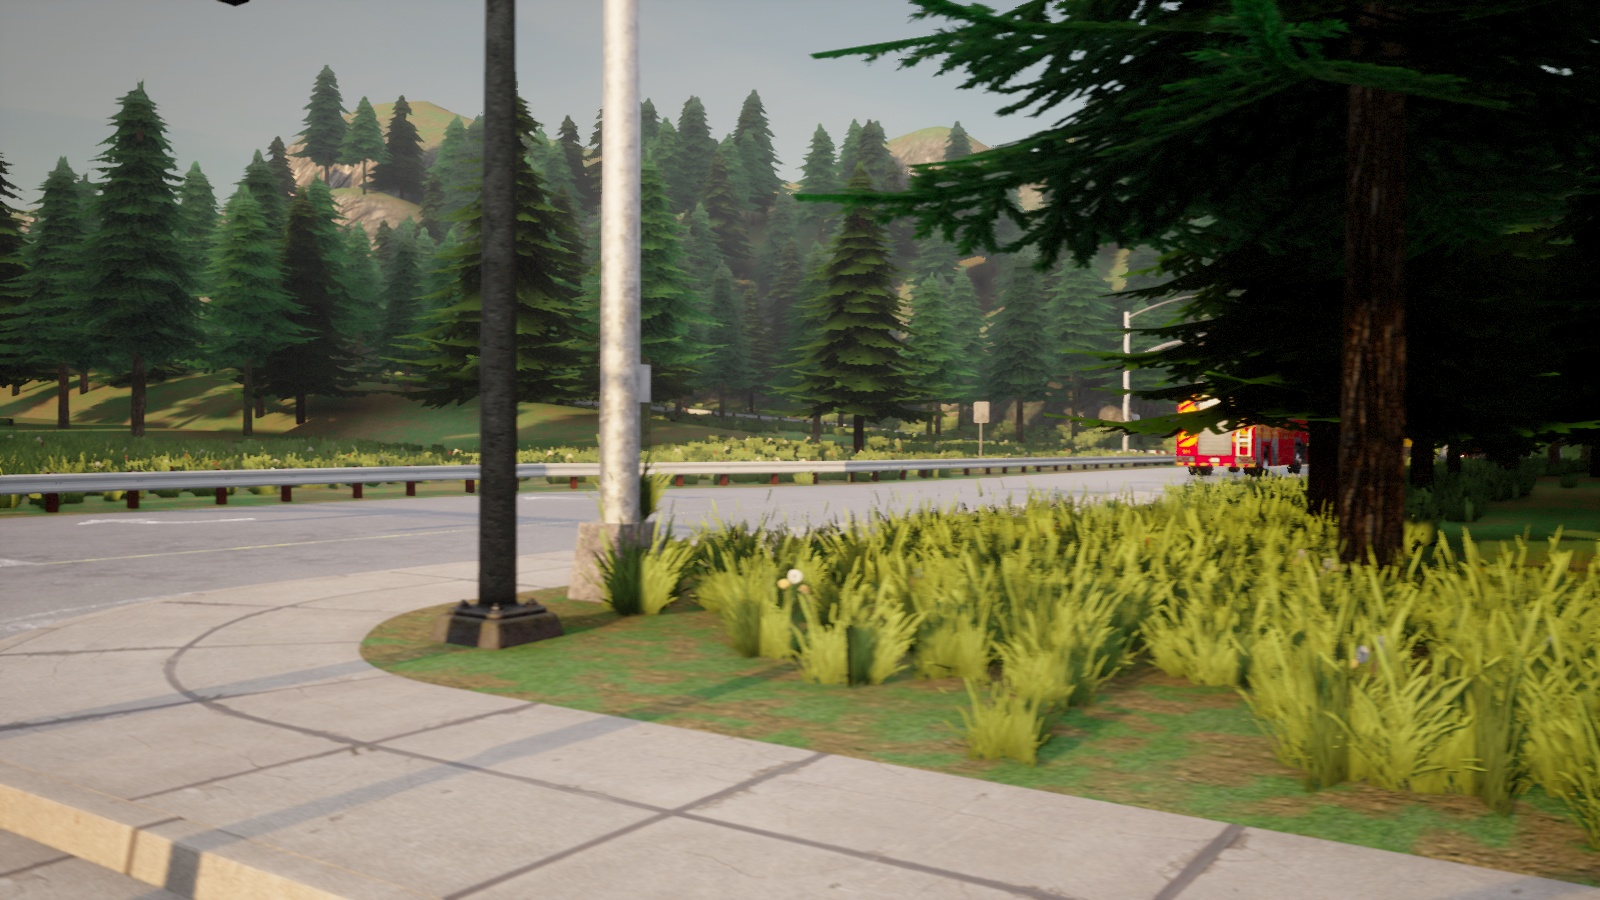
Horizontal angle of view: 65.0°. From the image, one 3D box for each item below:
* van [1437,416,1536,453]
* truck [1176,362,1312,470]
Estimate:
[{"bbox_3d":[38.372,-0.865,70.261,4.480,2.038,2.069,0,1,-8],"label":"van"},{"bbox_3d":[17.463,-1.268,48.997,2.891,3.827,8.468,0,1,35],"label":"truck"}]
